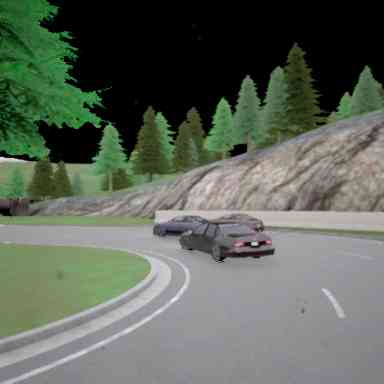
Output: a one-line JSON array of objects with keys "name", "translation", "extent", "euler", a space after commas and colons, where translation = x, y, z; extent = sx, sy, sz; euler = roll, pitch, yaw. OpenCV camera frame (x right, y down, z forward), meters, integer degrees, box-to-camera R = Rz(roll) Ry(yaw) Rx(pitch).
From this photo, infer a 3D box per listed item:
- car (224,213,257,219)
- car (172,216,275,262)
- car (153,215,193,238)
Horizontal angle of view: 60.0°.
[{"name": "car", "translation": [2.770, 2.140, 22.382], "extent": [4.181, 1.385, 1.994], "euler": [-3, -2, 44]}, {"name": "car", "translation": [1.180, 1.916, 13.782], "extent": [2.033, 1.411, 5.357], "euler": [0, -2, -23]}, {"name": "car", "translation": [-0.459, 2.151, 20.663], "extent": [4.181, 1.385, 1.994], "euler": [-2, -2, 38]}]
